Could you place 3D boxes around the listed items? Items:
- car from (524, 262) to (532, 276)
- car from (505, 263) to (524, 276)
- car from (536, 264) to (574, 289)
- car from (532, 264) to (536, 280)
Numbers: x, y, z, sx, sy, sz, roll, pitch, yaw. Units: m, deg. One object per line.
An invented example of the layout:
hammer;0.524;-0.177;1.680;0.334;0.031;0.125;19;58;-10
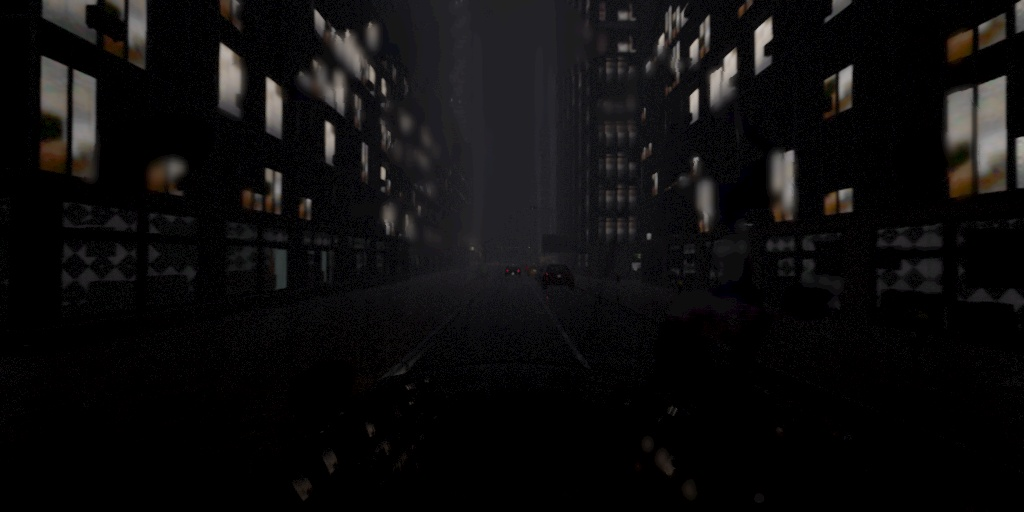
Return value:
car;2.685;1.651;42.995;1.751;1.417;4.829;0;0;0
car;0.129;1.736;42.654;1.895;1.301;4.718;0;0;0
car;3.056;1.326;25.385;2.097;1.767;4.553;0;-1;0
car;3.113;1.561;32.413;1.812;1.442;4.674;0;-1;0
